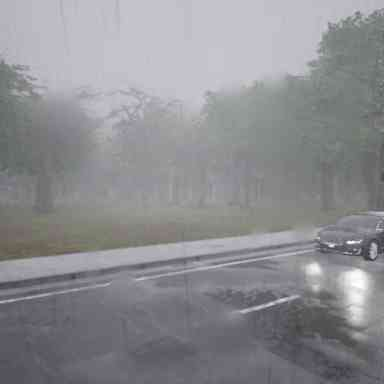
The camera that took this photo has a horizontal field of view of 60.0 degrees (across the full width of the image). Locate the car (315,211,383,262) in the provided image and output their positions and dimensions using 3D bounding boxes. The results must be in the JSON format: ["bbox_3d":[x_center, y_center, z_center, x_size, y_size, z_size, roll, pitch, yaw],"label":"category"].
[{"bbox_3d":[6.558,1.514,12.350,4.892,1.490,1.837,0,0,-35],"label":"car"}]
